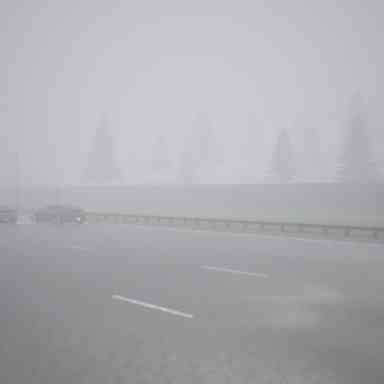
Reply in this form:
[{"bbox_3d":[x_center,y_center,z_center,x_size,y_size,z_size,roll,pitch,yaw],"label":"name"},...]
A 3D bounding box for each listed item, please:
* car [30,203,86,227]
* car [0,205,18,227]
[{"bbox_3d":[-9.583,1.571,23.725,4.892,1.490,1.837,0,0,36],"label":"car"},{"bbox_3d":[-13.631,1.566,22.314,4.902,1.511,2.128,0,0,35],"label":"car"}]
